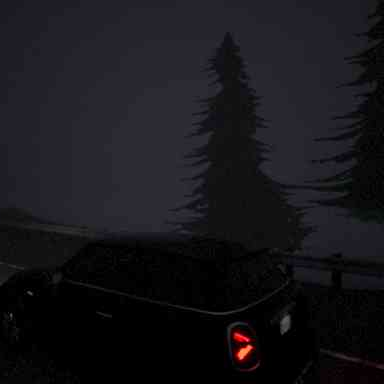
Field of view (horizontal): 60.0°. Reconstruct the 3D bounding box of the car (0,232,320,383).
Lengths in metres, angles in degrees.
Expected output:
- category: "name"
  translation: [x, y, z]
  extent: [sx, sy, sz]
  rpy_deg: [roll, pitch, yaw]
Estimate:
- category: "car"
  translation: [-0.769, 1.353, 4.610]
  extent: [4.553, 1.767, 2.097]
  rpy_deg: [0, 0, 36]
